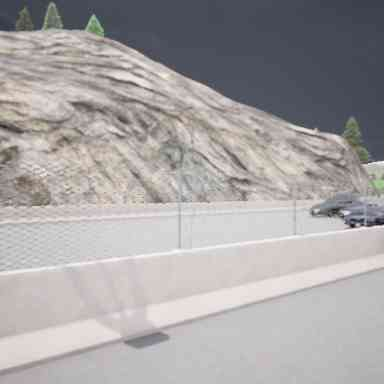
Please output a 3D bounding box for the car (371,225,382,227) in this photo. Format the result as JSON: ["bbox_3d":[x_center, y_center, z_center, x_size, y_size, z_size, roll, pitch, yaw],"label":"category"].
[{"bbox_3d":[11.933,1.549,21.140,5.357,1.411,2.033,0,0,-36],"label":"car"}]
